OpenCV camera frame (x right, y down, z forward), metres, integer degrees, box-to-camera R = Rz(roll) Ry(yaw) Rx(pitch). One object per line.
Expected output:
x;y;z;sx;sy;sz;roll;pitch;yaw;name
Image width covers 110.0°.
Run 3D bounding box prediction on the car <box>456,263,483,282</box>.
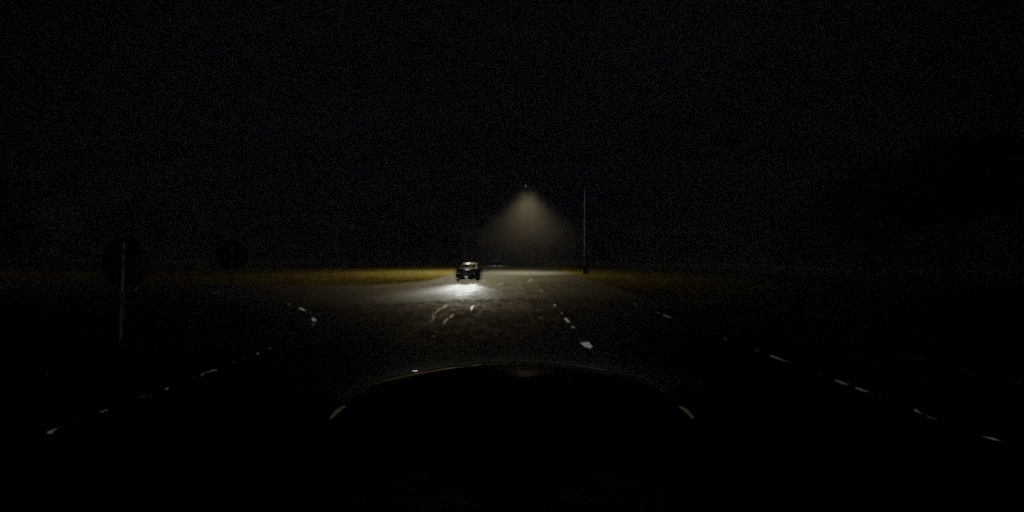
-3.526;1.321;30.043;2.128;1.511;4.902;0;0;0;car
